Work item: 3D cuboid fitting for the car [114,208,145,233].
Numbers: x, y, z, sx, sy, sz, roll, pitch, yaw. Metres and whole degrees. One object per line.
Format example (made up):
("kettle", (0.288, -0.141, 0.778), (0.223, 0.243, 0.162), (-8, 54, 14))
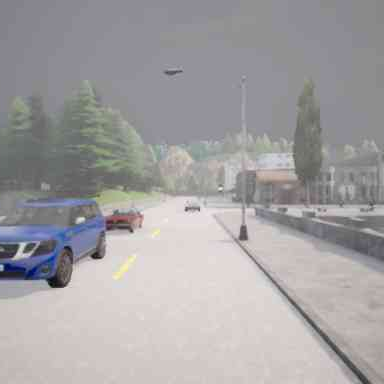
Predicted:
("car", (-4.074, 1.634, 19.885), (1.895, 1.301, 4.718), (0, 0, 0))

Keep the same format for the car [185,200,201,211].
("car", (0.104, 1.670, 41.276), (1.895, 1.301, 4.718), (0, 0, 0))

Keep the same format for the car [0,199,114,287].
("car", (-4.081, 1.239, 9.702), (2.150, 2.045, 5.566), (0, 0, 0))
